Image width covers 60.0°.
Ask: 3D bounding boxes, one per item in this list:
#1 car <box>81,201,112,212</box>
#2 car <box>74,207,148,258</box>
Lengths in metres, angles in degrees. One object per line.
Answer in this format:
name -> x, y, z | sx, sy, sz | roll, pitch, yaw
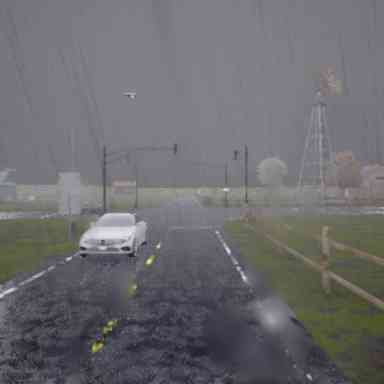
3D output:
car -> -10.258, 1.708, 34.093 | 4.892, 1.490, 1.837 | 0, 1, 0
car -> -2.814, 1.514, 12.860 | 1.812, 1.442, 4.674 | 0, 0, 0
